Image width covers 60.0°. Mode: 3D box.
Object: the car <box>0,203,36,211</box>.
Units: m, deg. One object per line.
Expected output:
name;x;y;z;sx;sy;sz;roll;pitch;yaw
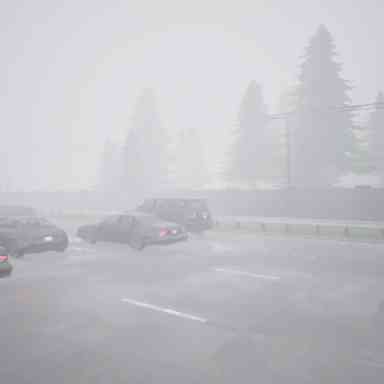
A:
car;-14.694;1.668;27.280;4.892;1.490;1.837;0;0;36

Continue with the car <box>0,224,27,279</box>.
car;-6.783;1.609;8.728;5.357;1.411;2.033;0;0;36

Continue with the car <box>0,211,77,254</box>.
car;-6.726;1.640;13.017;4.181;1.385;1.994;0;0;36

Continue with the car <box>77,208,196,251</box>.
car;-2.719;1.609;14.427;5.357;1.411;2.033;0;0;36

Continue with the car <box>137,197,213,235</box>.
car;-1.535;1.291;17.894;5.566;2.045;2.150;0;0;36
